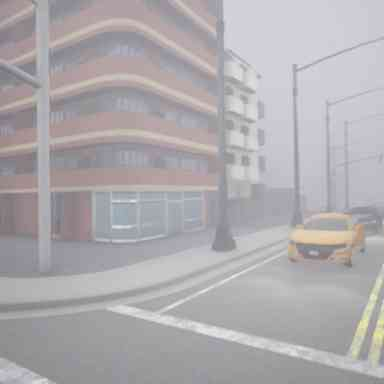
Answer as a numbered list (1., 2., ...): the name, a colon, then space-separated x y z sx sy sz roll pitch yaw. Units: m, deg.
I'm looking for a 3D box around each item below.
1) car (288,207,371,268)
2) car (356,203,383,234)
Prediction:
1. car: 4.960 1.525 11.870 1.882 1.535 5.008 -1 -1 34
2. car: 10.153 1.568 19.679 1.812 1.442 4.674 -1 -1 33
